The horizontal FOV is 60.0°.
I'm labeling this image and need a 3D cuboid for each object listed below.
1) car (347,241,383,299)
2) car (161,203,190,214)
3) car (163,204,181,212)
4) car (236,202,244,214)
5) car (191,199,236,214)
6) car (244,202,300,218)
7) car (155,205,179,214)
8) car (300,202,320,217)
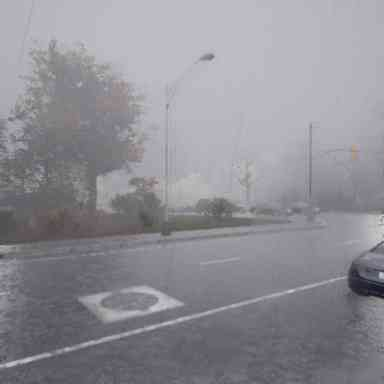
[{"bbox_3d":[5.397,1.594,7.480,4.181,1.385,1.994,0,0,-34],"label":"car"},{"bbox_3d":[-2.801,2.485,50.586,2.097,1.767,4.553,0,-3,-32],"label":"car"},{"bbox_3d":[-4.415,3.556,73.009,2.097,1.767,4.553,0,-3,-32],"label":"car"},{"bbox_3d":[6.116,2.076,42.983,2.128,1.511,4.902,0,-3,-32],"label":"car"},{"bbox_3d":[2.639,1.837,41.934,2.150,2.045,5.566,0,-3,-32],"label":"car"},{"bbox_3d":[7.934,1.748,33.528,2.128,1.511,4.902,0,-2,-32],"label":"car"},{"bbox_3d":[-4.486,3.149,59.898,2.033,1.411,5.357,0,-3,-32],"label":"car"},{"bbox_3d":[11.114,1.751,35.030,2.128,1.511,4.902,0,-2,-34],"label":"car"}]
